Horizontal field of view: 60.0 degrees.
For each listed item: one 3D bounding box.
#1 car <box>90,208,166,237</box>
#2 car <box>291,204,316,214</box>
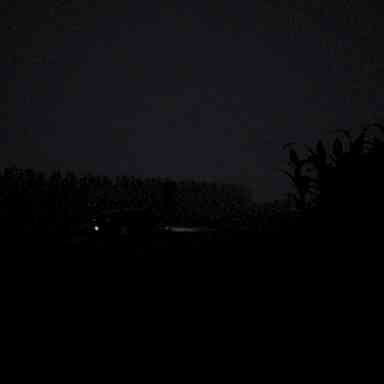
[{"bbox_3d":[-3.547,1.683,19.338,1.837,1.490,4.892,0,-1,37],"label":"car"},{"bbox_3d":[14.887,2.220,44.142,1.895,1.301,4.718,0,-1,37],"label":"car"}]
